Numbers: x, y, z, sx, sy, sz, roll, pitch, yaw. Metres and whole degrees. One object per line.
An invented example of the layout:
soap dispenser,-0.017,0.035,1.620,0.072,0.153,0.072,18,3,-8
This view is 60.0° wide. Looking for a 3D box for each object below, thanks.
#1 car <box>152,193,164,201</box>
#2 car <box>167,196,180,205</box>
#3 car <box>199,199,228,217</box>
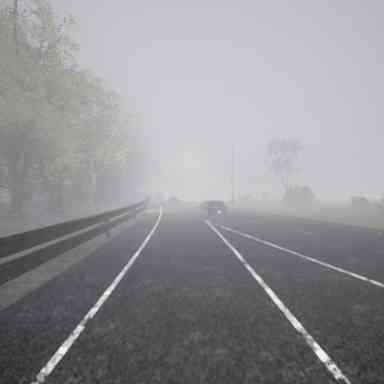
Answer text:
car,-8.334,1.207,84.981,2.150,2.045,5.566,0,0,-11
car,-3.296,1.492,58.330,1.837,1.490,4.892,0,0,-11
car,1.896,1.468,30.881,1.837,1.490,4.892,0,0,-11
